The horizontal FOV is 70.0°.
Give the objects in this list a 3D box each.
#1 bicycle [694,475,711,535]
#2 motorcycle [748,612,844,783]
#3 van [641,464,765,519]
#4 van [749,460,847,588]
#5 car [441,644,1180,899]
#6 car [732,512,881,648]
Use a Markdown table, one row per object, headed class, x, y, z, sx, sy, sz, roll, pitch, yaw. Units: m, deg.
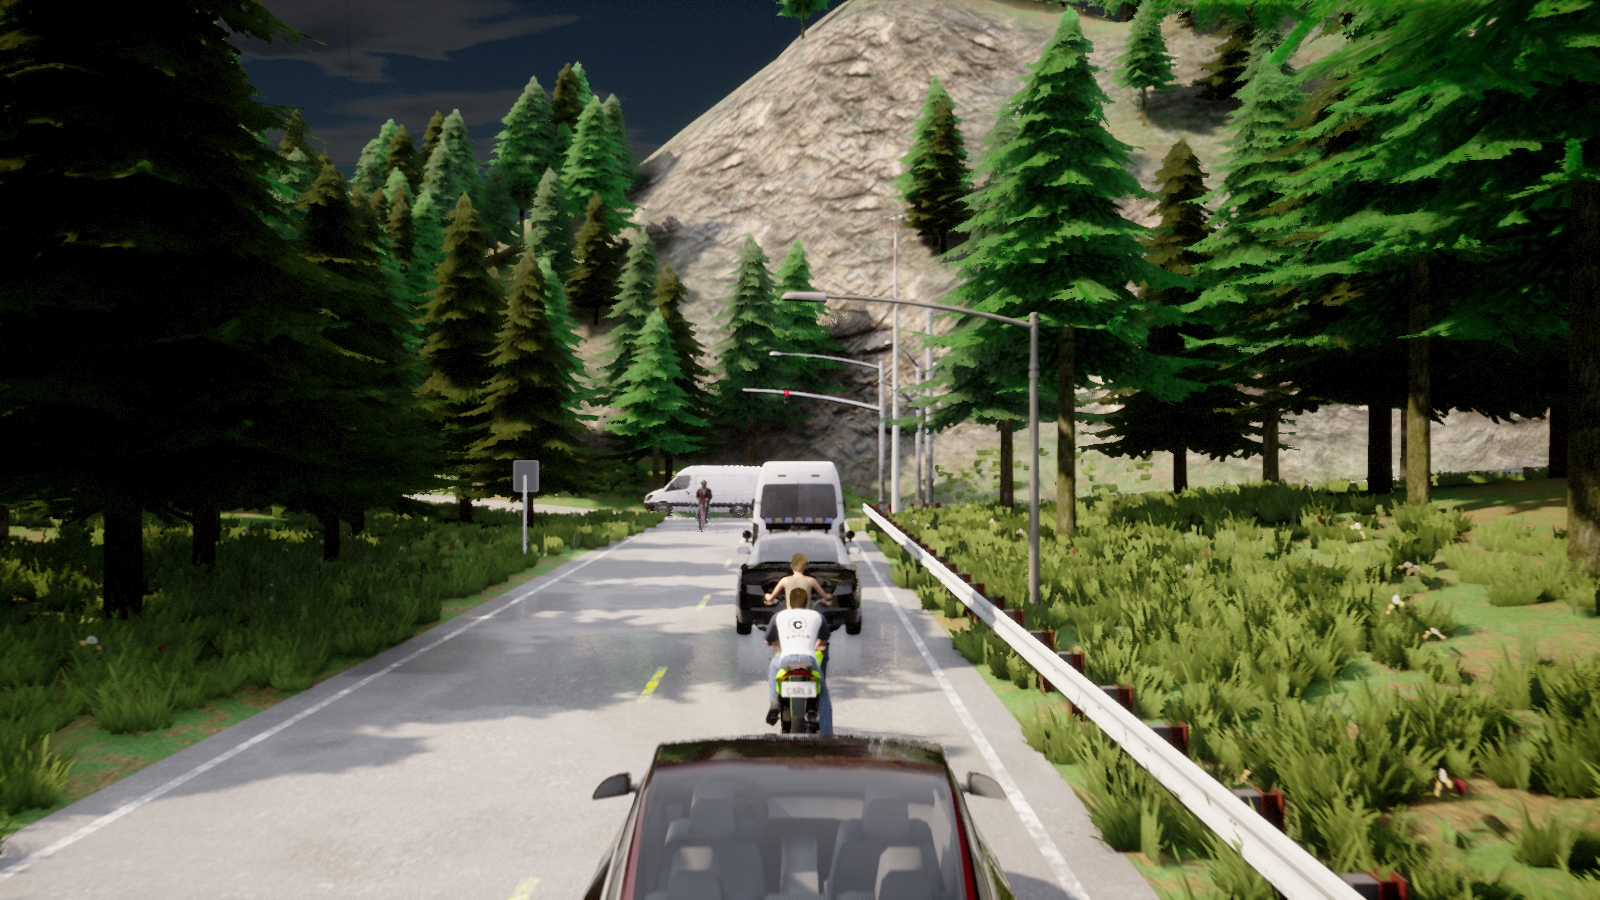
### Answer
| class | x | y | z | sx | sy | sz | roll | pitch | yaw |
| --- | --- | --- | --- | --- | --- | --- | --- | --- | --- |
| bicycle | -3.272 | 1.835 | 38.493 | 0.329 | 1.919 | 1.835 | 0 | 0 | 2 |
| motorcycle | -0.033 | 2.213 | 10.583 | 0.803 | 1.145 | 2.033 | 0 | 0 | 0 |
| van | -4.735 | 2.064 | 56.268 | 5.915 | 2.561 | 1.988 | 1 | -3 | -2 |
| van | -0.040 | 1.534 | 26.215 | 1.988 | 2.561 | 5.915 | 0 | 0 | 0 |
| car | 0.027 | 2.062 | 5.376 | 2.163 | 1.488 | 4.792 | 0 | 0 | 0 |
| car | 0.089 | 1.982 | 18.797 | 2.097 | 1.638 | 5.238 | 0 | 0 | 0 |
